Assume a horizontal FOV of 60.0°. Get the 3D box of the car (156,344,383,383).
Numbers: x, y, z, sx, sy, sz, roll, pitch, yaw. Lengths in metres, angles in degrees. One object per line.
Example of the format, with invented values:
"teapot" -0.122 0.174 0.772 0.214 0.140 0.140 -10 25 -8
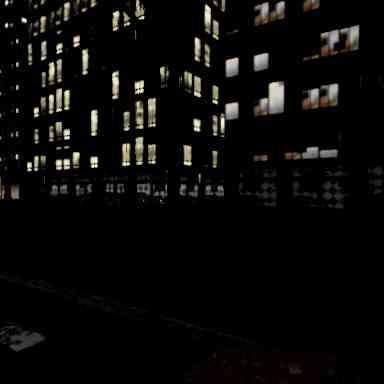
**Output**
"car" 1.725 1.527 1.640 4.829 1.417 1.752 0 0 35
